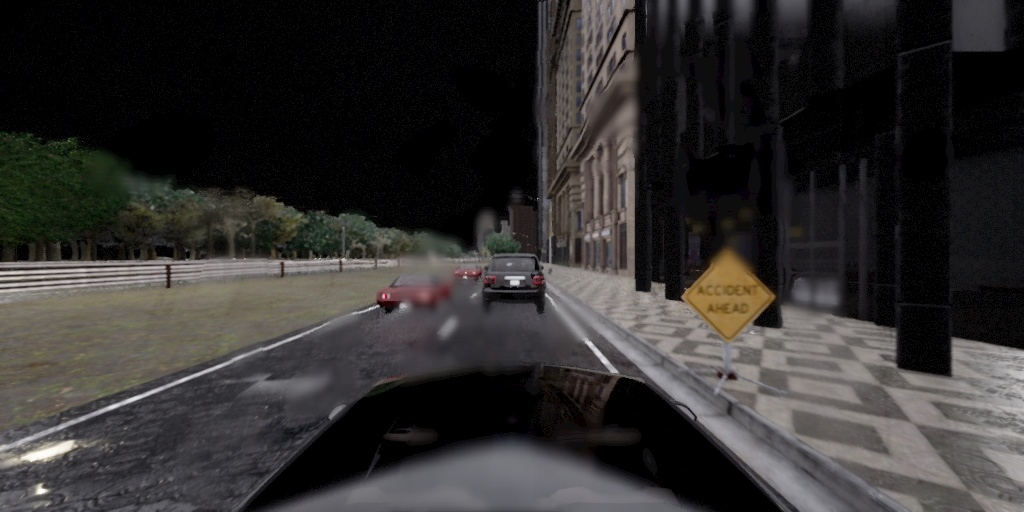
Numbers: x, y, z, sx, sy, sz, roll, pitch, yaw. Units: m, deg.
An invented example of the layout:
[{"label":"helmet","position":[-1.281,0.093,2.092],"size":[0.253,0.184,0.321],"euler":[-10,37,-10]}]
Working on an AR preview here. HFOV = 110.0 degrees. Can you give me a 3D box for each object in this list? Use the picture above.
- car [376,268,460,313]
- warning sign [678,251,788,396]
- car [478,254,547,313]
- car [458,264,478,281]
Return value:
[{"label":"car","position":[-3.408,1.316,13.695],"size":[1.895,1.301,4.718],"euler":[0,0,0]},{"label":"warning sign","position":[3.049,0.854,5.083],"size":[1.300,1.860,1.060],"euler":[0,0,0]},{"label":"car","position":[0.094,0.935,14.036],"size":[2.150,2.045,5.566],"euler":[0,0,0]},{"label":"car","position":[-3.408,1.294,28.849],"size":[1.895,1.301,4.718],"euler":[0,0,0]}]
